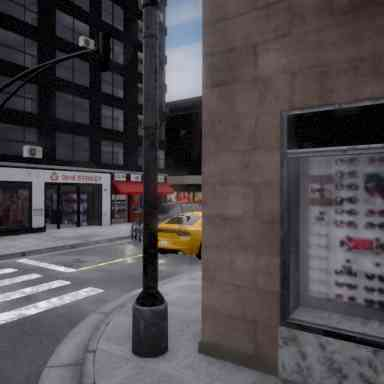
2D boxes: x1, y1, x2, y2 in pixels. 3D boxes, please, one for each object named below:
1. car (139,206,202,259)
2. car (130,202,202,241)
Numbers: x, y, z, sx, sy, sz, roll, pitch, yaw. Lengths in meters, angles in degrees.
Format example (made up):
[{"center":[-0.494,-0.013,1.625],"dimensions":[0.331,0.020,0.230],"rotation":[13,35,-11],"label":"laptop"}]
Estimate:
[{"center":[0.465,1.501,12.860],"dimensions":[1.882,1.535,5.008],"rotation":[0,0,33],"label":"car"},{"center":[-0.858,1.370,16.031],"dimensions":[2.097,1.767,4.553],"rotation":[0,0,33],"label":"car"}]
